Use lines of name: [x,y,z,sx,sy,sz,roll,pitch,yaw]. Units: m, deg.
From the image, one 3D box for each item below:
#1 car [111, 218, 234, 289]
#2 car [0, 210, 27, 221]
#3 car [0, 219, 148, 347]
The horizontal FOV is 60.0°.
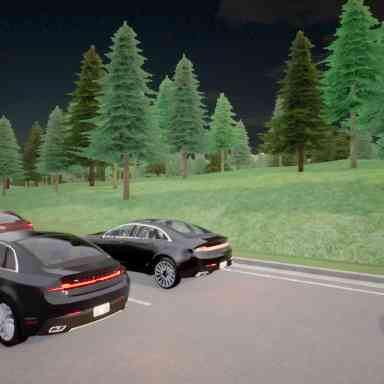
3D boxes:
car: [-1.242,1.492,9.197,4.902,1.511,2.128,0,0,35]
car: [-8.743,1.526,14.567,4.674,1.442,1.812,0,0,36]
car: [-3.315,1.505,6.373,4.892,1.490,1.837,0,0,36]
